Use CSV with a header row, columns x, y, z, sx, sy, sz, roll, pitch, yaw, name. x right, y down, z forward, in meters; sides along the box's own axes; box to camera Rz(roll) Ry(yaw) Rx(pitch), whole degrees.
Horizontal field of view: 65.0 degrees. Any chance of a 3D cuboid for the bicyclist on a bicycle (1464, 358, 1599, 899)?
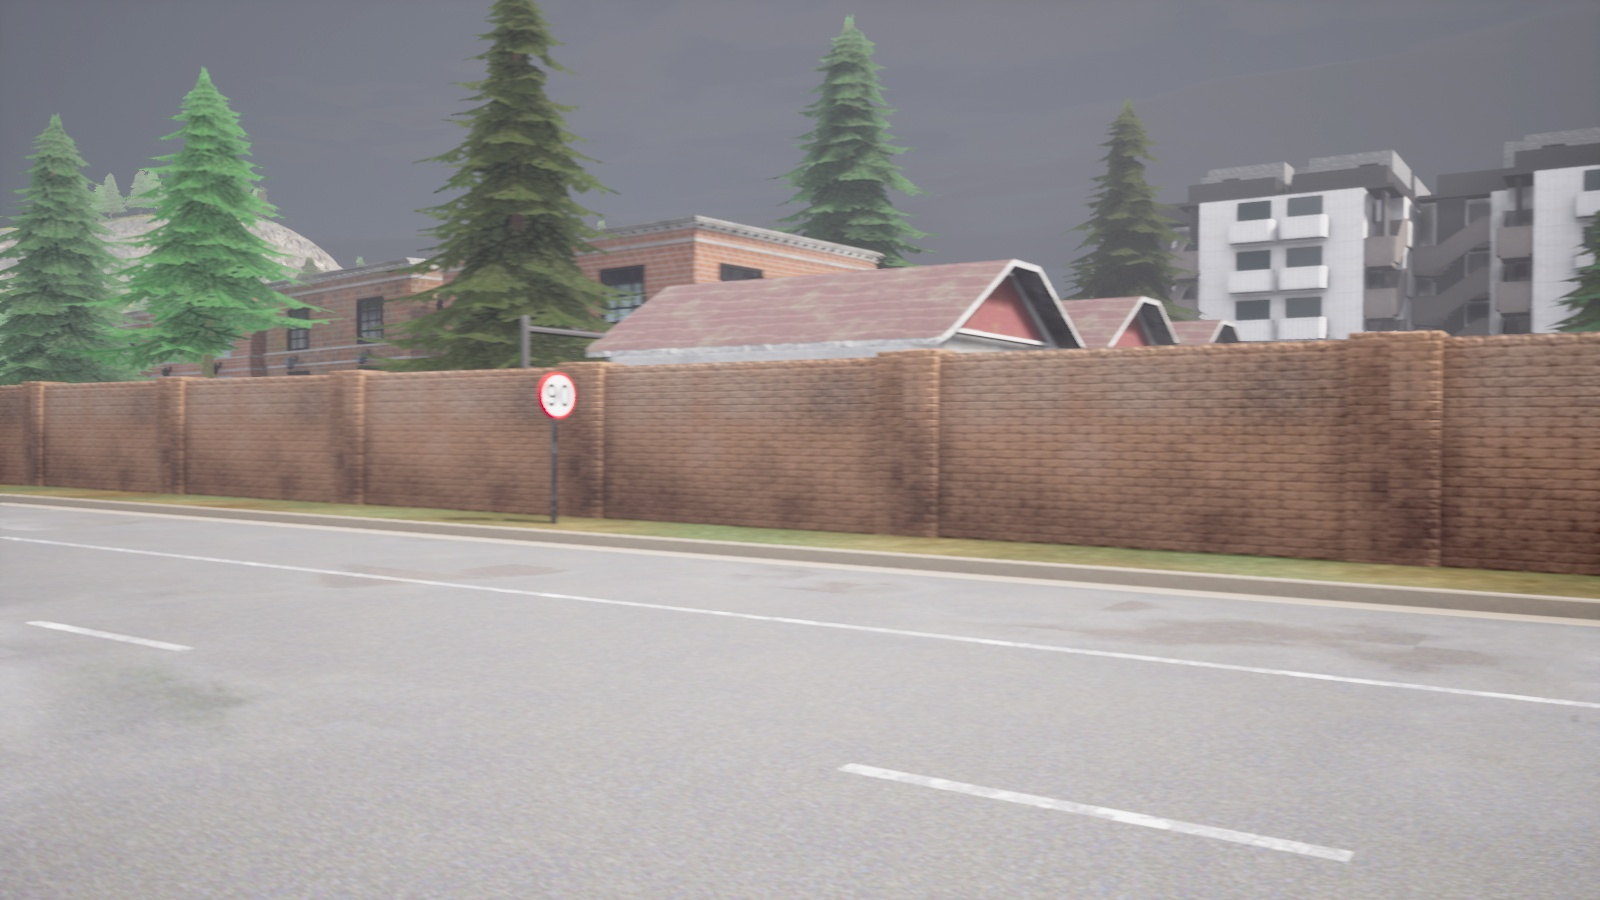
x,y,z,sx,sy,sz,roll,pitch,yaw,name
2.137,0.633,2.202,1.656,1.620,0.582,-1,1,34,bicyclist on a bicycle
